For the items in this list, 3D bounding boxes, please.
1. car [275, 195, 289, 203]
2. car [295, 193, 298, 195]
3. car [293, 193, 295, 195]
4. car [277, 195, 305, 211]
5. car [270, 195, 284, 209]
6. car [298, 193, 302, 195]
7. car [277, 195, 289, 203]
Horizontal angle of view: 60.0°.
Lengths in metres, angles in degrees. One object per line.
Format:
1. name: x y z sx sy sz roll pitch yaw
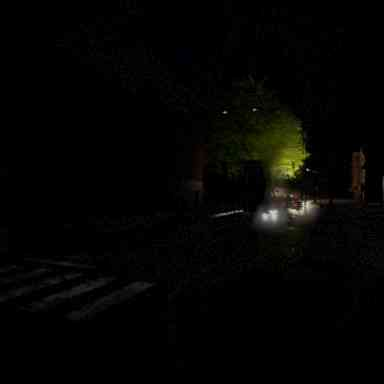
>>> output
1. car: 18.208 1.403 67.269 2.008 1.369 4.403 2 1 23
2. car: 23.203 1.436 78.821 1.947 1.339 4.313 2 1 23
3. car: 21.051 1.412 73.814 2.008 1.369 4.403 2 1 23
4. car: 11.541 1.444 38.348 2.033 1.411 5.357 1 0 24
5. car: 10.216 1.357 42.212 2.128 1.511 4.902 1 0 24
6. car: 27.507 1.476 88.836 1.802 1.307 4.206 2 1 23
7. car: 18.966 1.379 69.092 1.752 1.417 4.829 2 1 23
